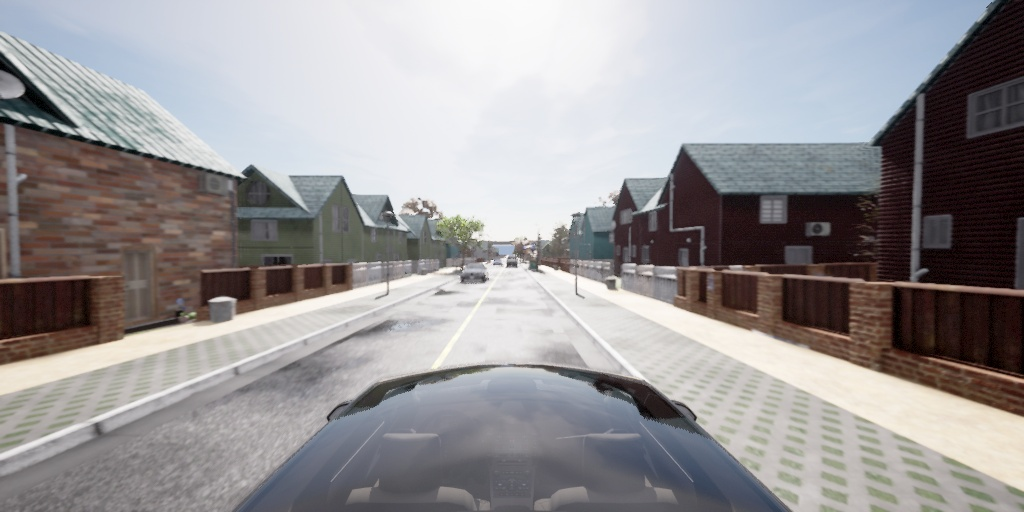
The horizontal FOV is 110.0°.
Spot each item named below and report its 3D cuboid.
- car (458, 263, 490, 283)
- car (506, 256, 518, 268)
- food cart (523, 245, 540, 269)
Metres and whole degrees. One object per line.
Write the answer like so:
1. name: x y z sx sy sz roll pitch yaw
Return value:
1. car: -2.854 1.269 28.011 1.812 1.442 4.674 0 0 0
2. car: -0.002 1.222 61.608 1.882 1.535 5.008 0 0 0
3. food cart: 3.007 0.208 52.026 2.280 3.560 4.660 0 0 0
